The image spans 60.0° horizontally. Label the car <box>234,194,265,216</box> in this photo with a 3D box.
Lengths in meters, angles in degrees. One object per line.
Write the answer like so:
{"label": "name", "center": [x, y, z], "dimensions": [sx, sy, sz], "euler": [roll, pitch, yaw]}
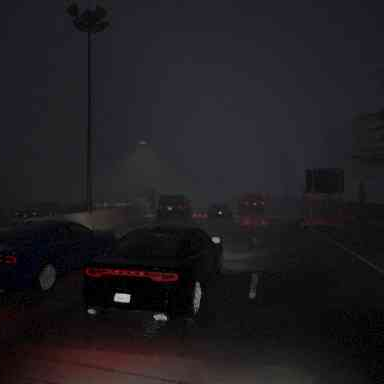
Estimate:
{"label": "car", "center": [5.784, 1.221, 32.934], "dimensions": [2.150, 2.045, 5.566], "euler": [0, 0, 1]}

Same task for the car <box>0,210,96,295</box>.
{"label": "car", "center": [-3.760, 1.478, 8.923], "dimensions": [1.882, 1.535, 5.008], "euler": [0, 0, 13]}

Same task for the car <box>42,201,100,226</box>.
{"label": "car", "center": [-8.609, 1.491, 24.274], "dimensions": [2.128, 1.511, 4.902], "euler": [0, 0, 4]}

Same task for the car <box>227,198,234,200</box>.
{"label": "car", "center": [5.222, 1.478, 43.651], "dimensions": [1.882, 1.535, 5.008], "euler": [0, 0, -5]}

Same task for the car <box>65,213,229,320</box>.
{"label": "car", "center": [-0.493, 1.477, 7.525], "dimensions": [1.882, 1.535, 5.008], "euler": [0, 0, 13]}

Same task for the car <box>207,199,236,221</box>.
{"label": "car", "center": [2.256, 1.564, 27.368], "dimensions": [1.994, 1.385, 4.181], "euler": [0, 0, 3]}

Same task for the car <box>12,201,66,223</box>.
{"label": "car", "center": [-11.953, 1.505, 26.469], "dimensions": [1.837, 1.490, 4.892], "euler": [0, 0, 3]}

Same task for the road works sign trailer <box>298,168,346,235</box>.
{"label": "road works sign trailer", "center": [7.518, 0.464, 18.403], "dimensions": [2.380, 3.560, 2.880], "euler": [0, 0, -12]}

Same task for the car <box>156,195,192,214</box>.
{"label": "car", "center": [-1.299, 1.224, 25.529], "dimensions": [2.150, 2.045, 5.566], "euler": [0, 0, 4]}
